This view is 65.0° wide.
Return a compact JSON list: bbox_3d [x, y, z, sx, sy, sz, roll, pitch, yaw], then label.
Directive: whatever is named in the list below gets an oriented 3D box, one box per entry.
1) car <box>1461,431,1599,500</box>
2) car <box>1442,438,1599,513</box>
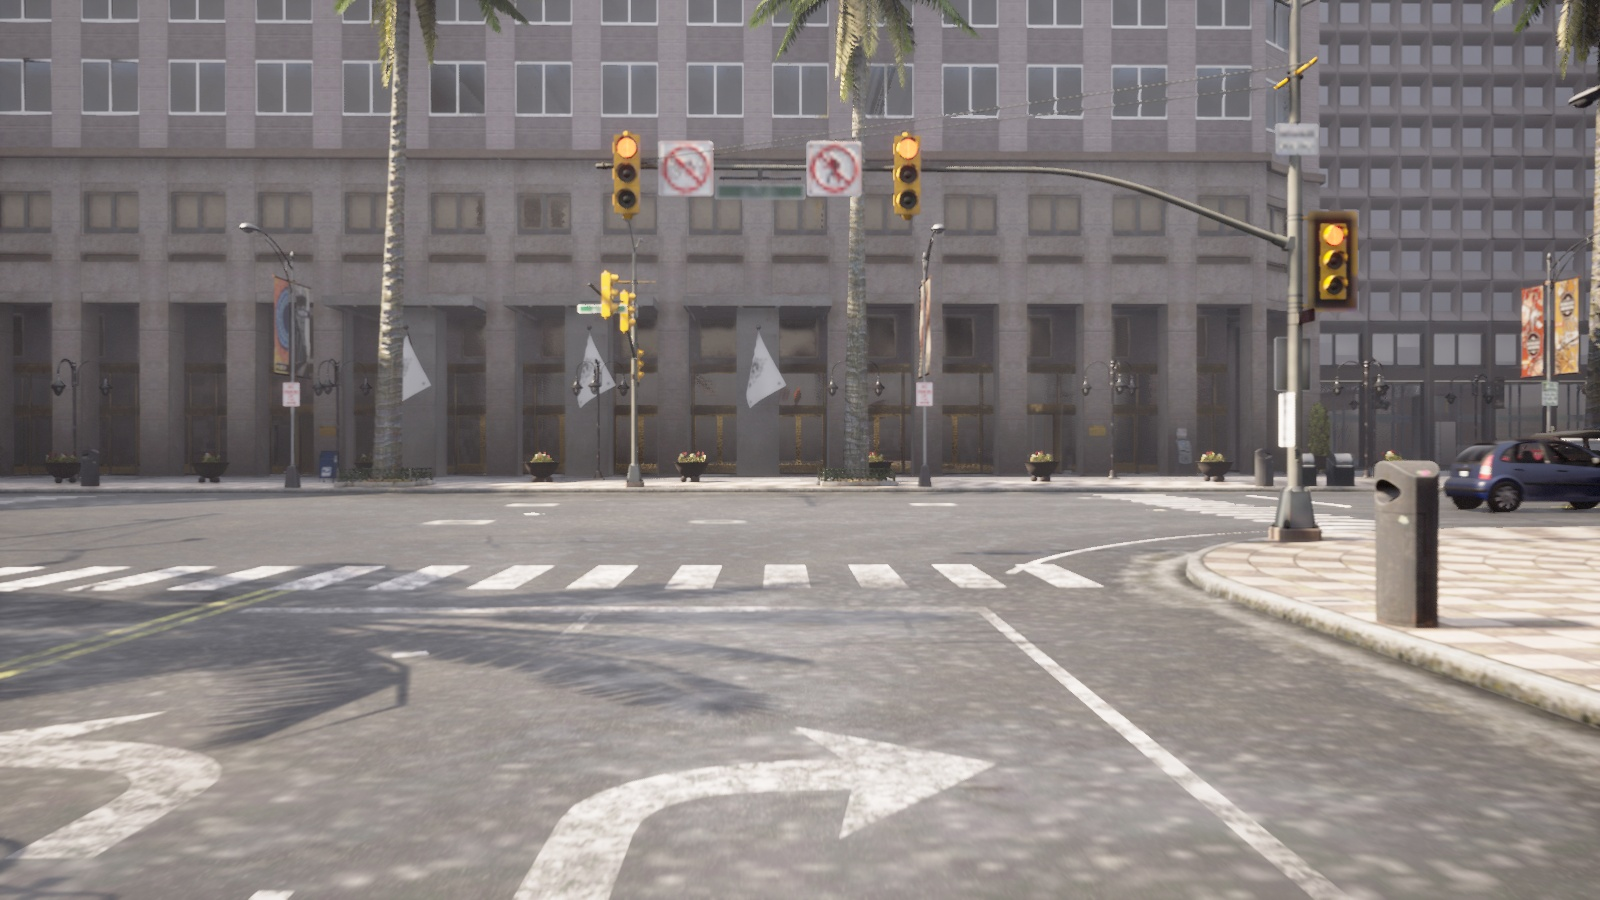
[{"bbox_3d":[20.871,0.417,35.018,3.866,1.878,1.905,0,0,0],"label":"car"},{"bbox_3d":[16.794,0.545,28.009,3.988,1.617,1.851,0,0,-1],"label":"car"}]
